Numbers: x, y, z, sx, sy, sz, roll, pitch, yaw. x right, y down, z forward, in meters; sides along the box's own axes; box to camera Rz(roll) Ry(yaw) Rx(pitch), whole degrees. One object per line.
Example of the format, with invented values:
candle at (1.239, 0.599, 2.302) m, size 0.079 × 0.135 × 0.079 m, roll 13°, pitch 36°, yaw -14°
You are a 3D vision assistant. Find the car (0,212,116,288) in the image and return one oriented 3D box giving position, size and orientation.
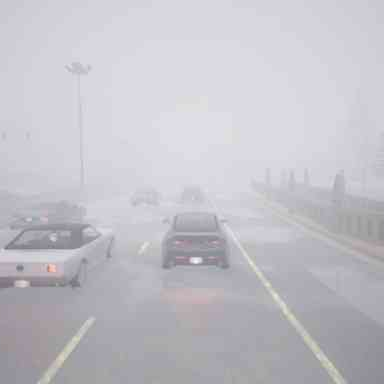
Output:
car at (-3.397, 1.483, 8.885) m, size 1.895 × 1.301 × 4.718 m, roll 0°, pitch 2°, yaw 0°

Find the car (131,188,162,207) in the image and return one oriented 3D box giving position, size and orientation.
car at (-3.451, 0.322, 25.901) m, size 1.895 × 1.301 × 4.718 m, roll 0°, pitch 6°, yaw 0°

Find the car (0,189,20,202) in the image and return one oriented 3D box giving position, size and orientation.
car at (-14.068, 0.507, 23.650) m, size 1.994 × 1.385 × 4.181 m, roll 0°, pitch 6°, yaw 0°

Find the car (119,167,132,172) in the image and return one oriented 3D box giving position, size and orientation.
car at (-17.872, -6.256, 91.435) m, size 2.033 × 1.411 × 5.357 m, roll 0°, pitch 6°, yaw 0°

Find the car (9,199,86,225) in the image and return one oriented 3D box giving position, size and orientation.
car at (-6.911, 1.056, 16.594) m, size 2.033 × 1.411 × 5.357 m, roll 0°, pitch 4°, yaw 0°

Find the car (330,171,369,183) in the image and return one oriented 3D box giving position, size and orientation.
car at (23.820, -2.291, 49.704) m, size 4.553 × 1.767 × 2.097 m, roll 0°, pitch 6°, yaw 2°

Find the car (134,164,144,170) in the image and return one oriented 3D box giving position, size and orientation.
car at (-14.372, -6.568, 91.391) m, size 2.150 × 2.045 × 5.566 m, roll 0°, pitch 6°, yaw 0°

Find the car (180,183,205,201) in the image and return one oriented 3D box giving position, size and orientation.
car at (0.039, 0.025, 27.970) m, size 1.837 × 1.490 × 4.892 m, roll 0°, pitch 6°, yaw 0°

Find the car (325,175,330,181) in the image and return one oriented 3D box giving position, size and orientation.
car at (23.831, -2.497, 53.202) m, size 4.902 × 1.511 × 2.128 m, roll 0°, pitch 6°, yaw 2°

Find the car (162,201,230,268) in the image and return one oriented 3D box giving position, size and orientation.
car at (0.101, 1.326, 10.642) m, size 1.837 × 1.490 × 4.892 m, roll 0°, pitch 3°, yaw 0°

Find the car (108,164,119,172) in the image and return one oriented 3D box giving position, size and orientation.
car at (-21.372, -6.564, 91.357) m, size 2.150 × 2.045 × 5.566 m, roll 0°, pitch 6°, yaw 0°
